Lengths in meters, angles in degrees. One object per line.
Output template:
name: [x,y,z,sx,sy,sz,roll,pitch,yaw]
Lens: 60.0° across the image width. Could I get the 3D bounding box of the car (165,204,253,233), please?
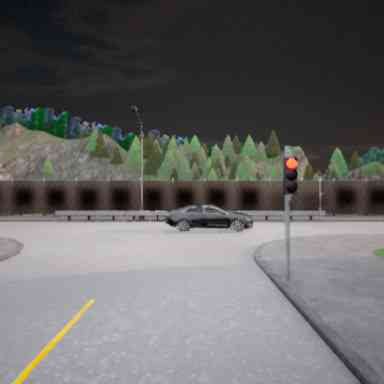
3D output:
car: [0.937,1.451,18.703,4.902,1.511,2.128,0,0,0]
